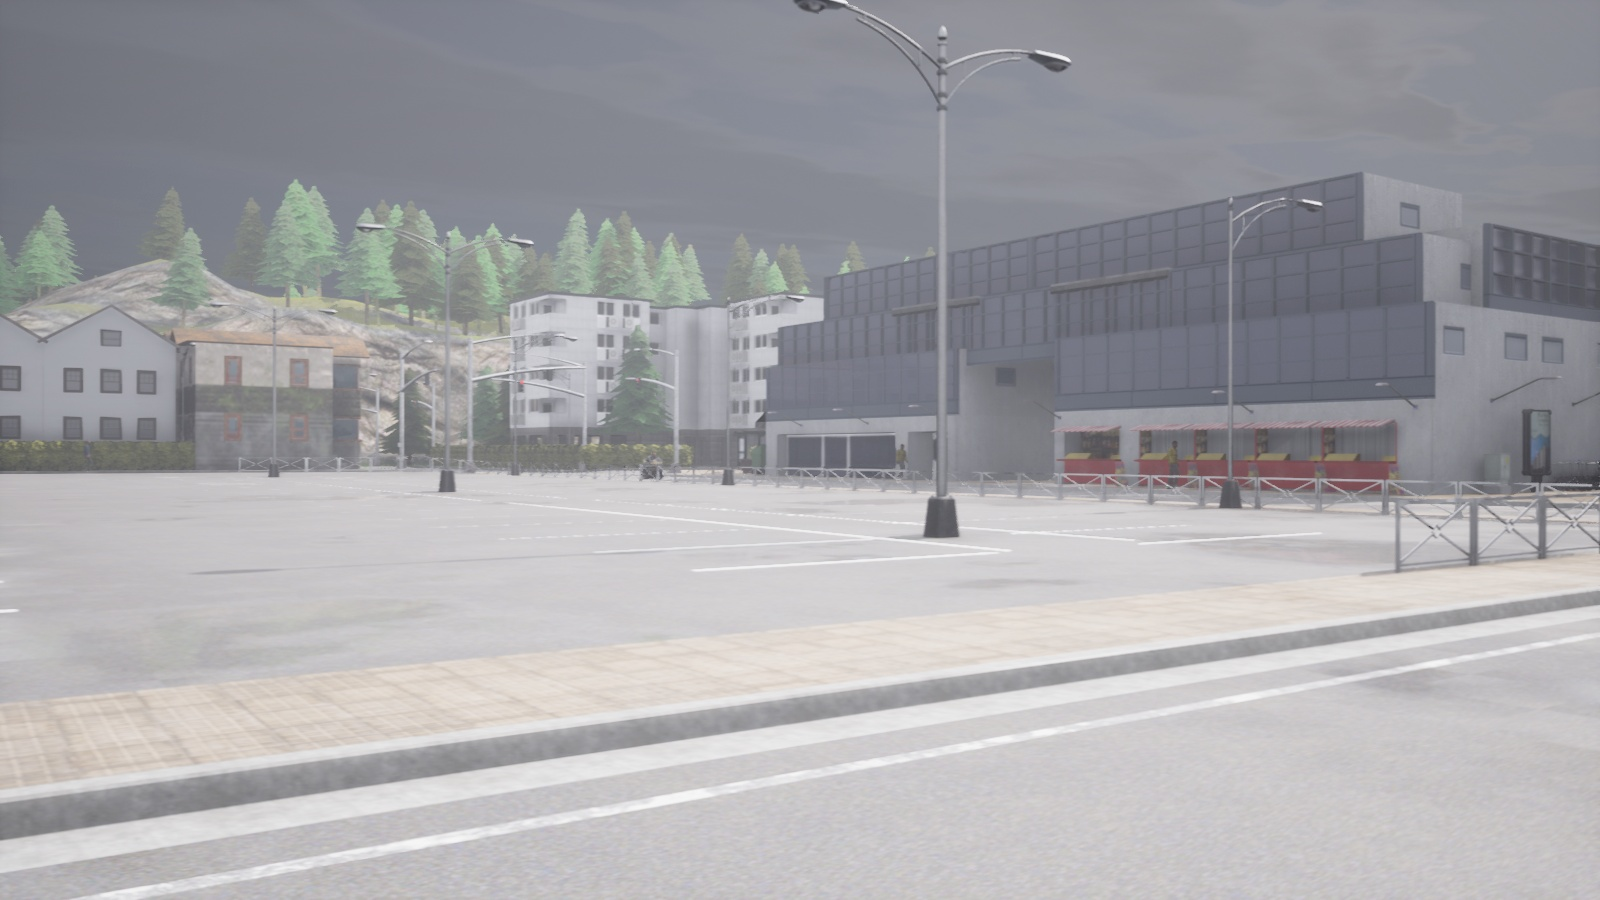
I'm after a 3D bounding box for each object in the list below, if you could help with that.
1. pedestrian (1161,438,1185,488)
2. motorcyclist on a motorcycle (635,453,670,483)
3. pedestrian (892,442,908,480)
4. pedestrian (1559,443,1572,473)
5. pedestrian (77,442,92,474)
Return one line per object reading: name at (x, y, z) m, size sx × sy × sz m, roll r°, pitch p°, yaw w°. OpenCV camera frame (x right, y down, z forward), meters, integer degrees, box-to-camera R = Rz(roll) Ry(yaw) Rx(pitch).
pedestrian at (13.750, 0.475, 46.286) m, size 0.431 × 1.840 × 0.709 m, roll 0°, pitch 0°, yaw -37°
motorcyclist on a motorcycle at (-7.729, 0.942, 65.771) m, size 0.866 × 1.530 × 2.191 m, roll 0°, pitch 0°, yaw -34°
pedestrian at (4.932, 0.532, 61.860) m, size 0.431 × 1.840 × 0.709 m, roll 0°, pitch 0°, yaw -38°
pedestrian at (47.340, 0.481, 77.611) m, size 0.345 × 1.836 × 0.594 m, roll 0°, pitch 0°, yaw -36°
pedestrian at (-41.415, 0.476, 72.737) m, size 0.726 × 1.842 × 0.402 m, roll 0°, pitch 0°, yaw -34°
